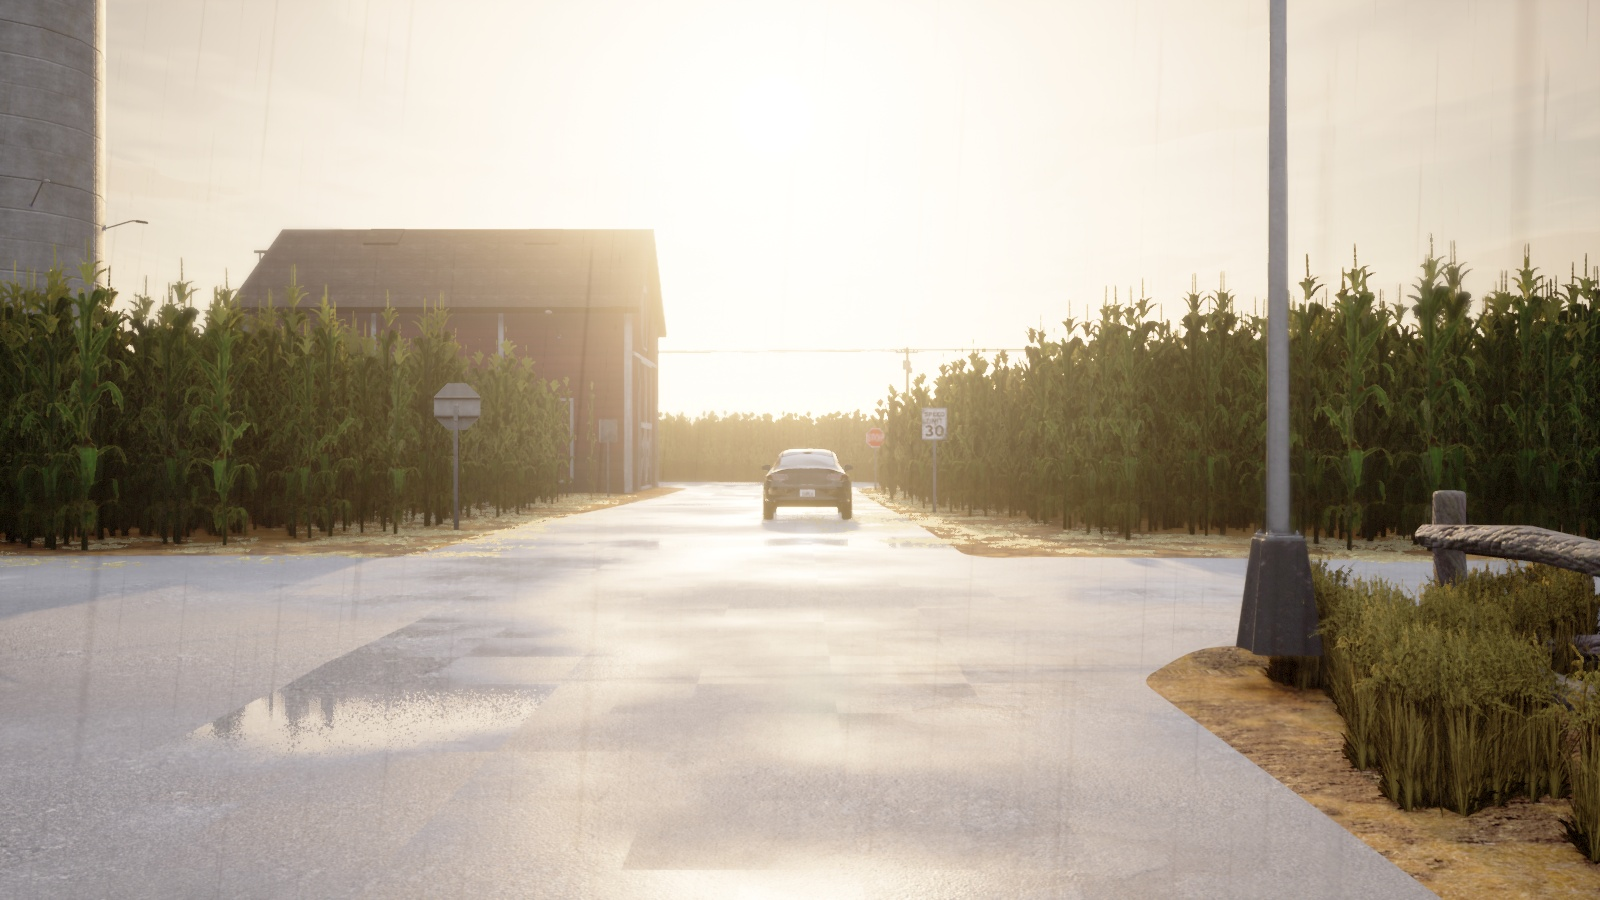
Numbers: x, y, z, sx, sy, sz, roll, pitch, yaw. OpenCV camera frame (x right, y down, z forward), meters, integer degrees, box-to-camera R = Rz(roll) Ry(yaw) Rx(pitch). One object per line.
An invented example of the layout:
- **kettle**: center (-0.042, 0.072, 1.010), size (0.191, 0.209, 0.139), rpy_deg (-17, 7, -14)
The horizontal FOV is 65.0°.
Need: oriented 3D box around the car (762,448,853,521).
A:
- **car**: center (0.160, 0.713, 27.205), size (1.812, 1.442, 4.674), rpy_deg (0, -1, 0)
